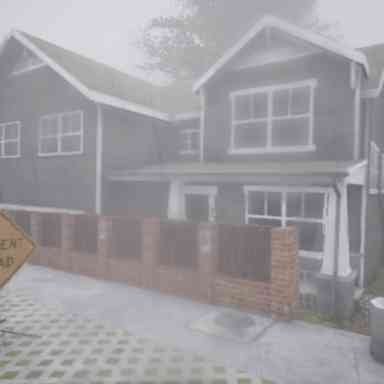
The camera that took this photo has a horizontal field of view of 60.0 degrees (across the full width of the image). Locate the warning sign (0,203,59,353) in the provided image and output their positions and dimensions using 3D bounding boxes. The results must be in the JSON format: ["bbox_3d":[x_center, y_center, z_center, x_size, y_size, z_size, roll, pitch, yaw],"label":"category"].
[{"bbox_3d":[-2.779,1.110,4.628,1.060,1.860,1.300,2,0,35],"label":"warning sign"}]
